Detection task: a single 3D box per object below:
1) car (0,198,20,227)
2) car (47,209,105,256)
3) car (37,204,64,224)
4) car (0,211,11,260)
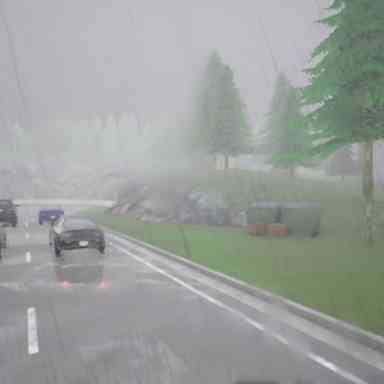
[{"bbox_3d":[-14.107,1.481,24.576,2.150,2.045,5.566,0,0,-26],"label":"car"},{"bbox_3d":[-4.867,1.674,13.932,1.812,1.442,4.674,0,0,-26],"label":"car"},{"bbox_3d":[-11.708,1.769,27.675,1.882,1.535,5.008,0,0,-26],"label":"car"},{"bbox_3d":[-7.996,1.654,12.365,1.812,1.442,4.674,0,0,-26],"label":"car"}]
